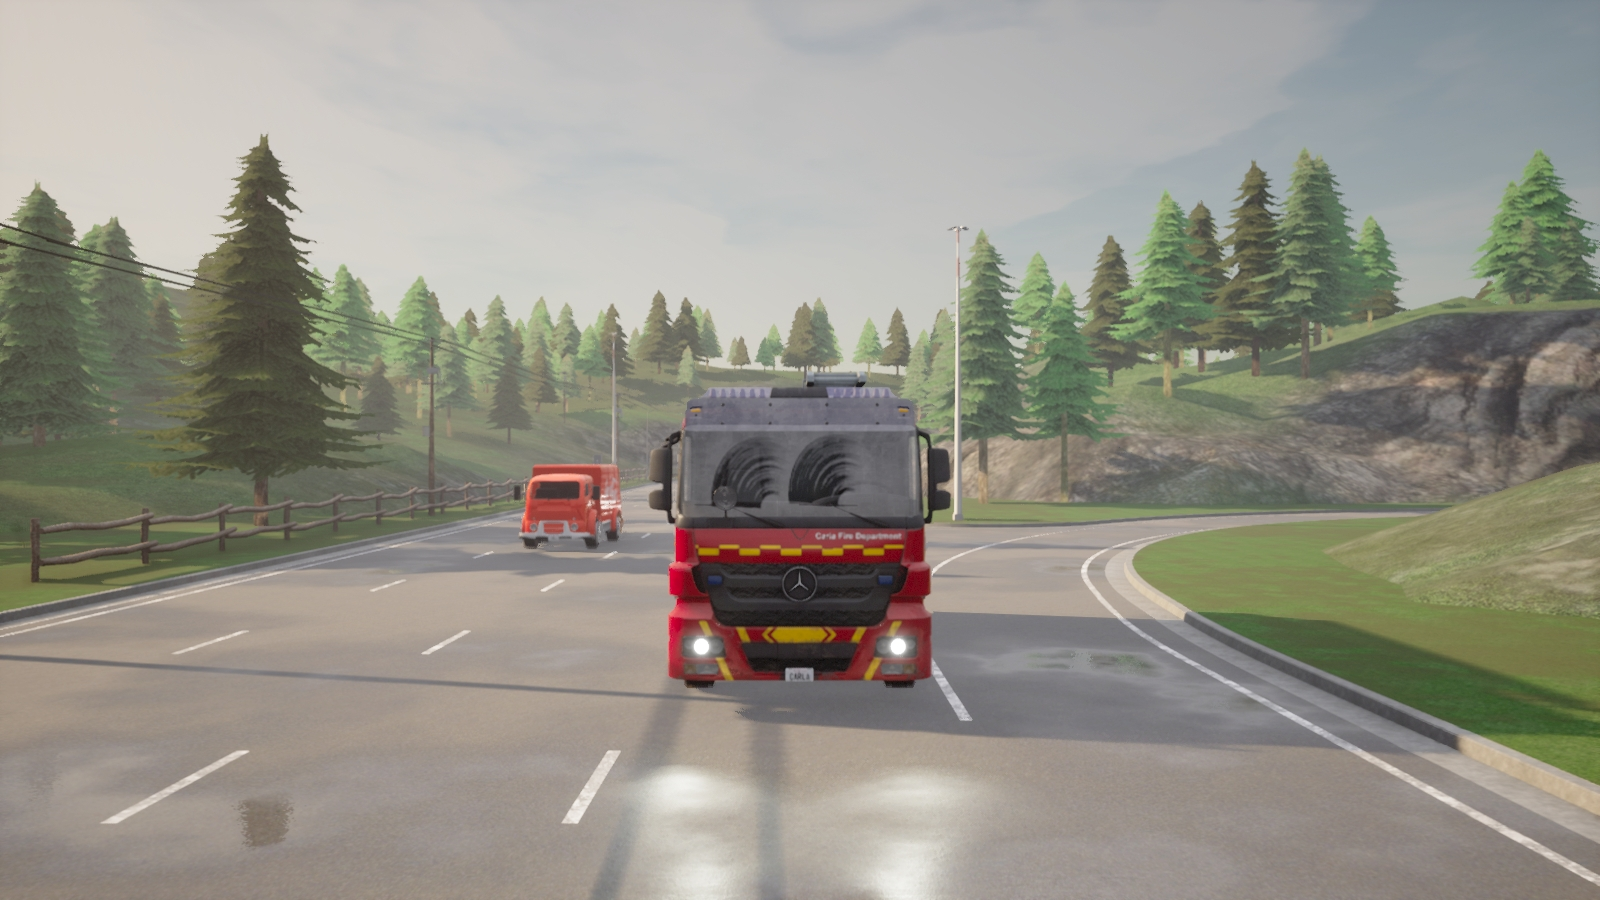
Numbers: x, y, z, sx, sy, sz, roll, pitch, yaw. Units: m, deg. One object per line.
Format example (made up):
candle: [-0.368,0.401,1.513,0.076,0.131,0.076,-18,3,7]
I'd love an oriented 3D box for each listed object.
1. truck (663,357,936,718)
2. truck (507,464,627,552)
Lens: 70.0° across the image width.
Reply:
truck: [-0.006,0.942,16.347,2.891,3.827,8.468,0,0,0]
truck: [-7.001,1.672,35.046,2.627,2.467,5.204,0,0,0]
